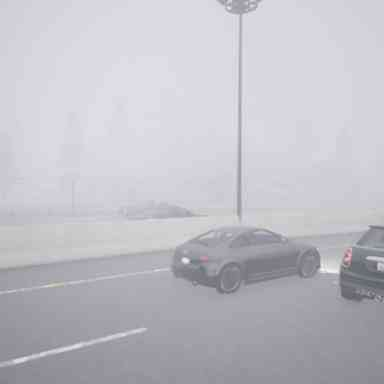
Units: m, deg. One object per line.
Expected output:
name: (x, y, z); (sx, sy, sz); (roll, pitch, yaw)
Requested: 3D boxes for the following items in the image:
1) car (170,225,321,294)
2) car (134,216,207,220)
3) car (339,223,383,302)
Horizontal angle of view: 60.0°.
car: (1.512, 1.590, 8.896); (4.181, 1.385, 1.994); (0, 0, -34)
car: (-1.497, 1.622, 19.693); (4.718, 1.301, 1.895); (1, 0, -32)
car: (5.279, 1.404, 7.156); (4.553, 1.767, 2.097); (1, 0, -33)
